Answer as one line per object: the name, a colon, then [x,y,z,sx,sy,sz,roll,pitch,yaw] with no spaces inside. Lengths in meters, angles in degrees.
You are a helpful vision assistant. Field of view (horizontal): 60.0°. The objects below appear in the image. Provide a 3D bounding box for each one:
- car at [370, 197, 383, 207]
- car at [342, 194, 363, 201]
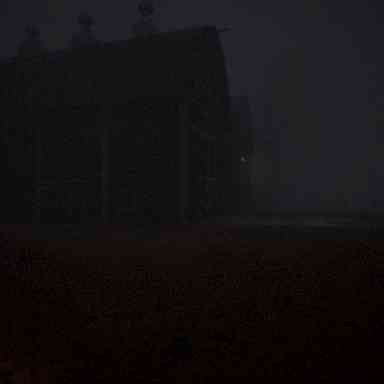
car: [28.629,1.448,49.147,4.181,1.381,1.994,0,0,19]
car: [39.075,1.292,80.462,3.988,1.617,1.851,0,0,19]
